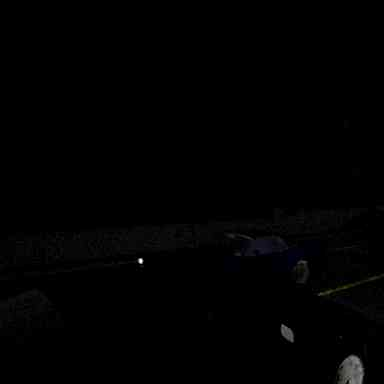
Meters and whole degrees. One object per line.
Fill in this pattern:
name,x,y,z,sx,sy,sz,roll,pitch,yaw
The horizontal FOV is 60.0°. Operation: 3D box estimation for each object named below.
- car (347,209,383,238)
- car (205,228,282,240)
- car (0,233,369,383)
car,9.998,1.567,17.645,4.313,1.339,1.947,0,0,-36
car,1.038,1.601,7.982,4.718,1.301,1.895,0,0,-36
car,-0.292,1.478,3.104,5.008,1.535,1.882,0,0,-36
